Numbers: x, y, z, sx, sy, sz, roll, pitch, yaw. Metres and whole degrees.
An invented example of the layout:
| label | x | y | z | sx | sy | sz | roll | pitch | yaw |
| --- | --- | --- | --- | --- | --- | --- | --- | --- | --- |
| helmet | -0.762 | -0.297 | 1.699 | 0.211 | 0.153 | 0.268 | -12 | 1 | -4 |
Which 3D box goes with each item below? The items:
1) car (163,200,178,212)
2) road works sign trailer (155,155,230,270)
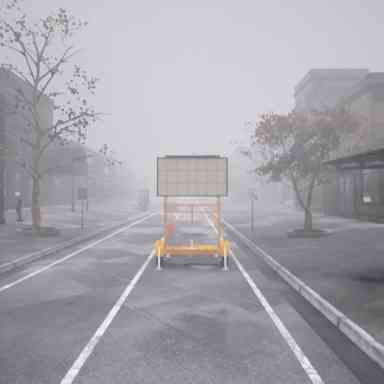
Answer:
| label | x | y | z | sx | sy | sz | roll | pitch | yaw |
| --- | --- | --- | --- | --- | --- | --- | --- | --- | --- |
| car | -2.970 | 1.935 | 46.089 | 1.837 | 1.490 | 4.892 | 0 | -1 | 0 |
| road works sign trailer | 0.008 | 0.556 | 11.358 | 2.380 | 3.560 | 2.880 | 0 | -1 | 0 |
